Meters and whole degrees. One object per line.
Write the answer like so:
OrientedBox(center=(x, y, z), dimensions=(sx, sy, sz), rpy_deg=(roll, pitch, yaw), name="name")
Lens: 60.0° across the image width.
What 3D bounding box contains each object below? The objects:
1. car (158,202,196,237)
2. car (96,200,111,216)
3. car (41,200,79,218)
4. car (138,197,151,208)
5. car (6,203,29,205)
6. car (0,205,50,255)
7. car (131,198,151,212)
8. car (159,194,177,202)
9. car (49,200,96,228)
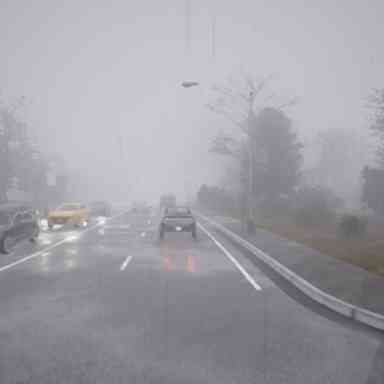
OrientedBox(center=(-0.827, 1.509, 18.112), dimensions=(2.128, 1.511, 4.902), rpy_deg=(0, 0, -4), name="car")
OrientedBox(center=(-9.243, 1.576, 33.180), dimensions=(1.837, 1.490, 4.892), rpy_deg=(0, 0, -5), name="car")
OrientedBox(center=(-12.674, 1.566, 32.269), dimensions=(2.128, 1.511, 4.902), rpy_deg=(0, 0, -5), name="car")
OrientedBox(center=(-7.590, 1.671, 53.484), dimensions=(1.882, 1.535, 5.008), rpy_deg=(0, 0, -5), name="car")
OrientedBox(center=(-11.765, 1.548, 21.901), dimensions=(1.837, 1.490, 4.892), rpy_deg=(0, 0, -4), name="car")
OrientedBox(center=(-7.721, 1.518, 13.468), dimensions=(2.128, 1.511, 4.902), rpy_deg=(0, 0, -7), name="car")
OrientedBox(center=(-6.310, 1.702, 40.525), dimensions=(1.895, 1.301, 4.718), rpy_deg=(0, 0, -6), name="car")
OrientedBox(center=(-3.200, 1.337, 43.873), dimensions=(2.150, 2.045, 5.566), rpy_deg=(0, 0, -5), name="car")
OrientedBox(center=(-8.335, 1.516, 22.945), dimensions=(1.882, 1.535, 5.008), rpy_deg=(0, 0, -5), name="car")
